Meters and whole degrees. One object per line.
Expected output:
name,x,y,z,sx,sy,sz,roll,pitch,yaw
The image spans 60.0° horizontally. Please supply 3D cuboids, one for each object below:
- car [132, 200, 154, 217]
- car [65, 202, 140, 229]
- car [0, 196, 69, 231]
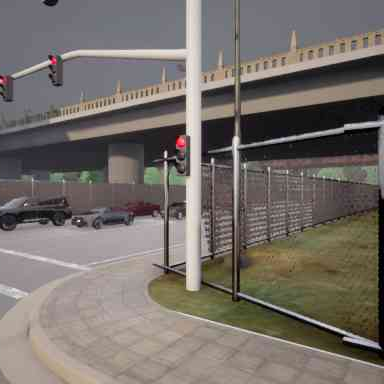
car,-4.912,1.533,29.636,1.882,1.535,5.008,0,0,35
car,-5.867,1.619,22.230,1.994,1.385,4.181,0,0,35
car,-10.587,1.277,21.633,2.150,2.045,5.566,0,0,36
